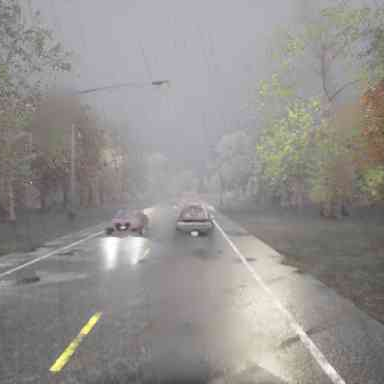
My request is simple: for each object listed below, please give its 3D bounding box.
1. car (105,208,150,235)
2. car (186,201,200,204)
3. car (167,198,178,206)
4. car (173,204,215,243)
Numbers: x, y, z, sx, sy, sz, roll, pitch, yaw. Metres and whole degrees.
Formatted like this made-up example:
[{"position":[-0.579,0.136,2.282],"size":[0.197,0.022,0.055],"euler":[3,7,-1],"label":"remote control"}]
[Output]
[{"position":[-3.584,1.650,19.187],"size":[1.994,1.385,4.181],"euler":[0,0,0],"label":"car"},{"position":[0.124,1.673,35.328],"size":[1.812,1.442,4.674],"euler":[0,0,0],"label":"car"},{"position":[-3.484,1.787,60.003],"size":[2.033,1.411,5.357],"euler":[0,0,1],"label":"car"},{"position":[0.111,1.568,16.549],"size":[2.128,1.511,4.902],"euler":[0,0,0],"label":"car"}]
